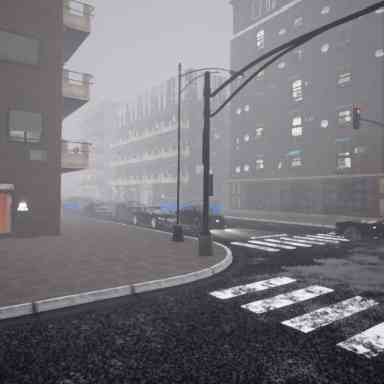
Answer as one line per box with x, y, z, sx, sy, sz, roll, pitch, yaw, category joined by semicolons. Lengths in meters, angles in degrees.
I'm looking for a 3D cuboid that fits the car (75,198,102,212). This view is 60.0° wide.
-12.826;1.538;41.028;1.882;1.535;5.008;1;-1;-34;car

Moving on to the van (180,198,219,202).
0.881;1.440;30.709;1.690;1.788;3.998;1;-1;-35;van

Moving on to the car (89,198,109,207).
-15.044;1.730;53.704;1.802;1.307;4.206;1;-1;-35;car

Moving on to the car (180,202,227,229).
0.414;1.581;21.869;1.994;1.385;4.181;1;-1;-35;car

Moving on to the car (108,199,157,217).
-5.493;1.528;30.402;2.128;1.511;4.902;1;-1;-35;car

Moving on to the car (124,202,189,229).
-2.414;1.540;21.623;2.008;1.369;4.403;1;-1;-35;car

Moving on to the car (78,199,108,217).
-8.784;1.592;30.821;1.802;1.307;4.206;1;-1;-35;car

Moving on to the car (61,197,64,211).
-15.153;1.581;40.020;2.008;1.369;4.403;1;-1;-35;car

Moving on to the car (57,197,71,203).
-27.783;1.728;72.102;1.887;1.381;4.507;1;-1;-35;car

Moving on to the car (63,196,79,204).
-24.597;1.615;67.503;1.967;1.590;4.097;1;-1;-35;car

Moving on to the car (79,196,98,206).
-18.228;1.597;58.305;1.967;1.590;4.097;1;-1;-35;car

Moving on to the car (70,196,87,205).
-21.412;1.606;62.904;1.967;1.590;4.097;1;-1;-35;car

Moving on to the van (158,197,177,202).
-2.304;1.450;35.309;1.690;1.788;3.998;1;-1;-35;van

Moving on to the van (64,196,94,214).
-11.967;1.361;35.422;1.690;1.788;3.998;1;-1;-35;van

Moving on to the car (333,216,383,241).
8.982;1.612;15.058;4.718;1.301;1.895;0;-1;29;car
